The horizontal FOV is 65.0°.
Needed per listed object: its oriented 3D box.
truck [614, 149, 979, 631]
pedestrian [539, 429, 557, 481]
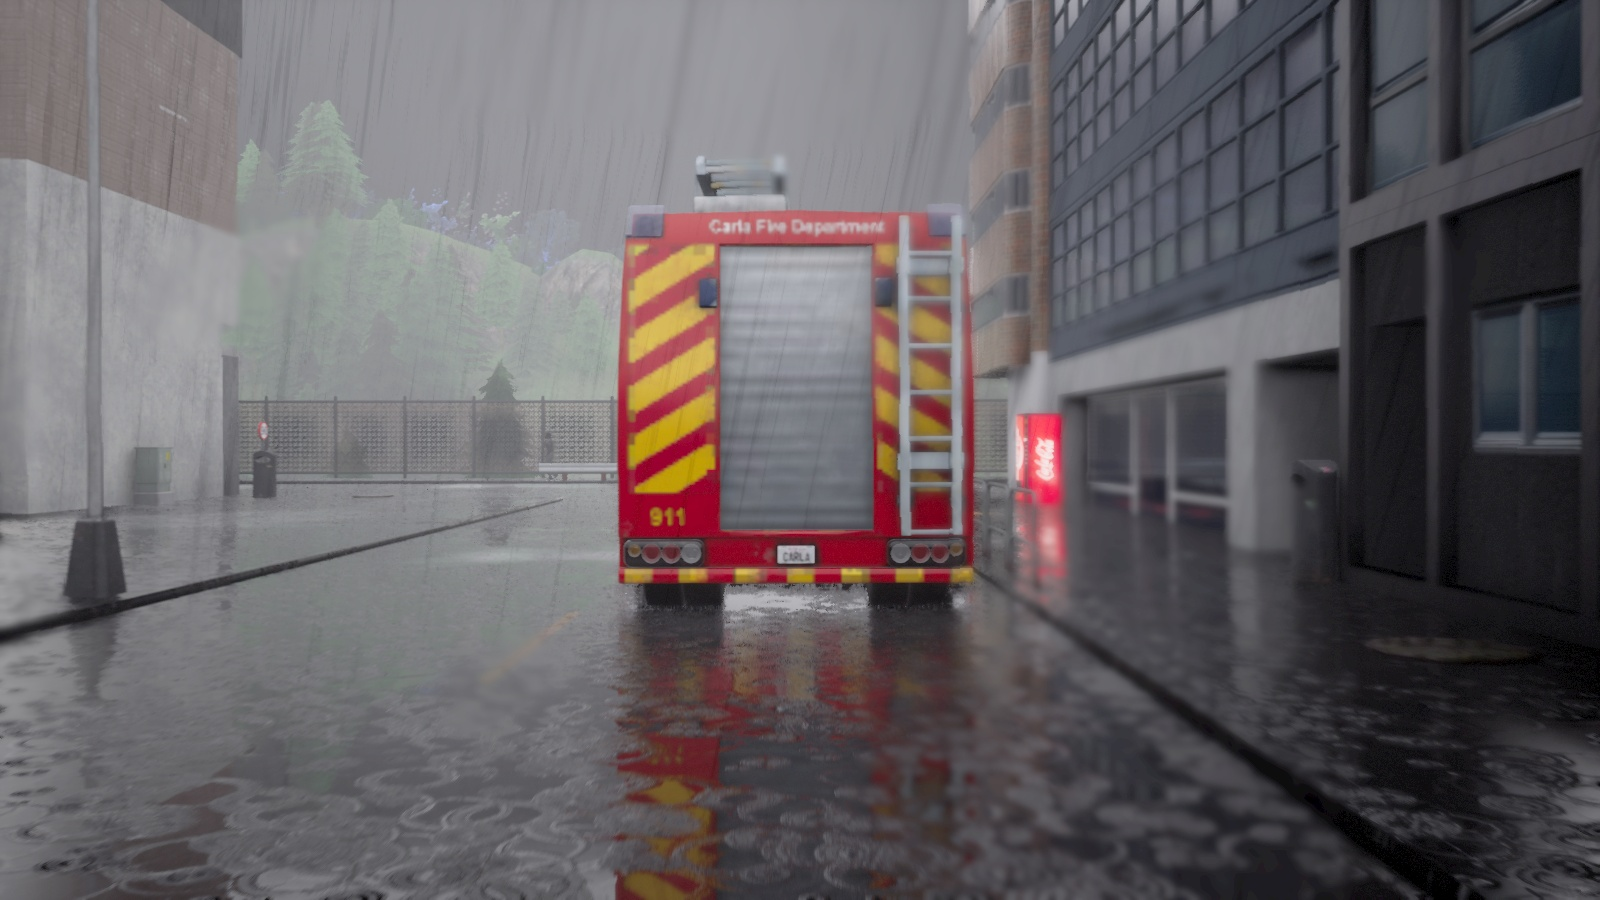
[{"bbox_3d":[-0.047,-0.497,14.198,2.891,3.827,8.468,0,0,0],"label":"truck"},{"bbox_3d":[-9.499,0.188,47.351,0.666,1.930,0.402,0,0,-10],"label":"pedestrian"}]
